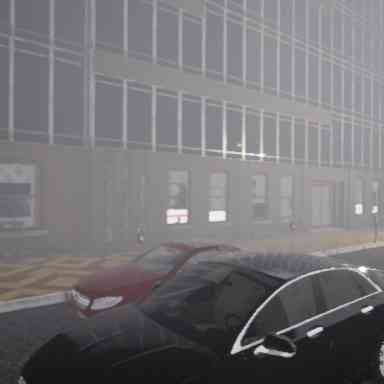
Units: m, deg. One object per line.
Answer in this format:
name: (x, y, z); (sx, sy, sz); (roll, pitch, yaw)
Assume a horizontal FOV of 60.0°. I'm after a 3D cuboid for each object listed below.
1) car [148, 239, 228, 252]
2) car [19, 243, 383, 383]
car: (-0.139, 1.617, 6.460); (4.206, 1.307, 1.802); (1, 0, -35)
car: (0.702, 1.532, 3.881); (4.892, 1.490, 1.837); (1, 0, -36)
